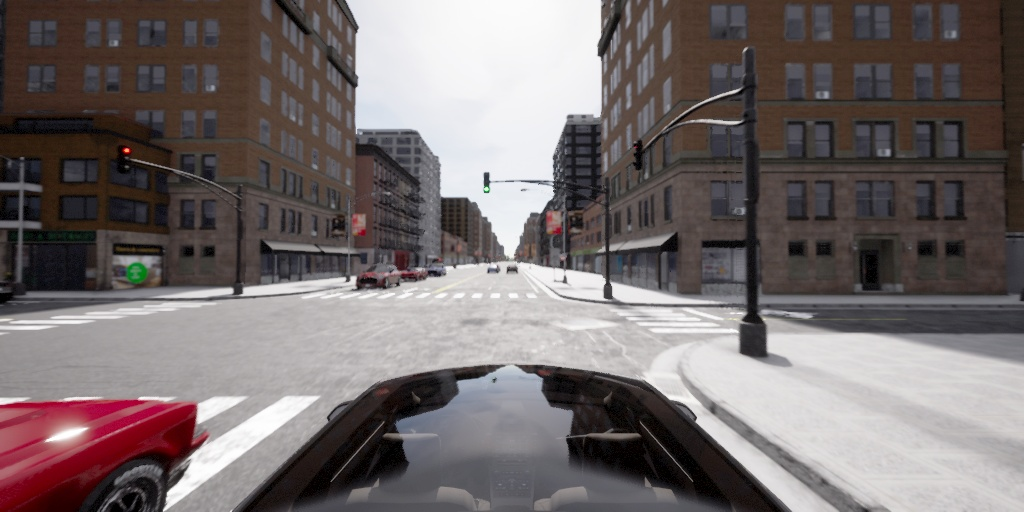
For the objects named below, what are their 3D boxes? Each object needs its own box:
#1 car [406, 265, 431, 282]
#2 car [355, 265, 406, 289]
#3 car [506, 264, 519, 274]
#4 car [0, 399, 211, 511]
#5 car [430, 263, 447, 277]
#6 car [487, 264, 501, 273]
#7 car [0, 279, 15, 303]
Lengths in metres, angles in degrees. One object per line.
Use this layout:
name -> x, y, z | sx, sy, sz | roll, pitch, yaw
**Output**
car -> -9.834, 1.827, 35.693 | 1.895, 1.301, 4.718 | 0, -1, 0
car -> -9.837, 1.454, 26.717 | 2.097, 1.767, 4.553 | 0, -1, 0
car -> 0.028, 2.023, 56.758 | 1.837, 1.490, 4.892 | 0, -1, 0
car -> -3.318, 1.338, 0.756 | 1.895, 1.301, 4.718 | 0, -1, -3
car -> -9.818, 1.725, 46.276 | 2.097, 1.767, 4.553 | 0, -1, 0
car -> -3.122, 2.093, 58.705 | 2.033, 1.411, 5.357 | 0, -1, 0
car -> -25.368, 1.534, 16.199 | 4.313, 1.339, 1.948 | 0, 0, 0
